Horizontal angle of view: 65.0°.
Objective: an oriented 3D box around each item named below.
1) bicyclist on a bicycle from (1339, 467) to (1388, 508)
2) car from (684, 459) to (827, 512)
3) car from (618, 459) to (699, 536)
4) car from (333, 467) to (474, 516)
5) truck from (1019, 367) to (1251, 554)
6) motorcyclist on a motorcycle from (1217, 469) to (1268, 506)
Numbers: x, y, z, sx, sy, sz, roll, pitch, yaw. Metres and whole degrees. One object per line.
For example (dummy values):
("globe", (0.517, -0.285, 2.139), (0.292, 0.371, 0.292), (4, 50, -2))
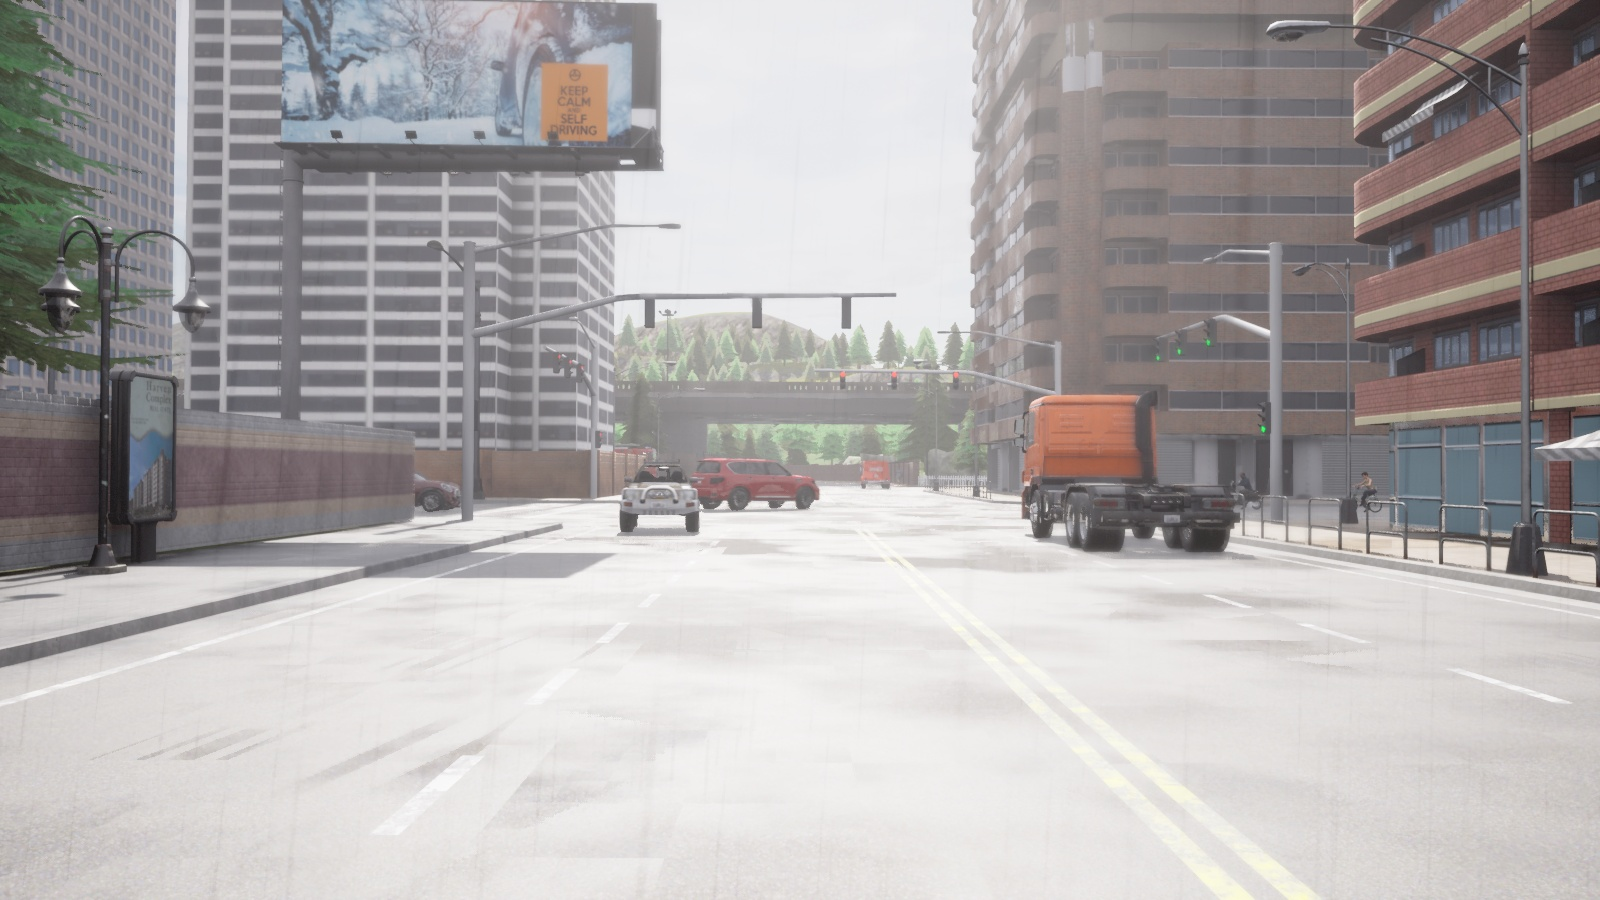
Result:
("bicyclist on a bicycle", (22.322, 1.495, 49.752), (1.509, 1.612, 0.866), (0, -1, 0))
("car", (-1.745, 1.383, 50.328), (5.566, 2.045, 2.150), (1, -1, -39))
("car", (-3.599, 1.192, 32.612), (1.932, 1.855, 4.605), (0, -1, -5))
("car", (-14.584, 1.508, 46.350), (4.553, 1.767, 2.097), (0, -1, 0))
("truck", (6.917, 0.263, 27.349), (2.891, 3.462, 7.936), (0, -1, 0))
("motorcyclist on a motorcycle", (18.769, 1.585, 53.265), (1.817, 1.590, 0.866), (0, -1, 0))
